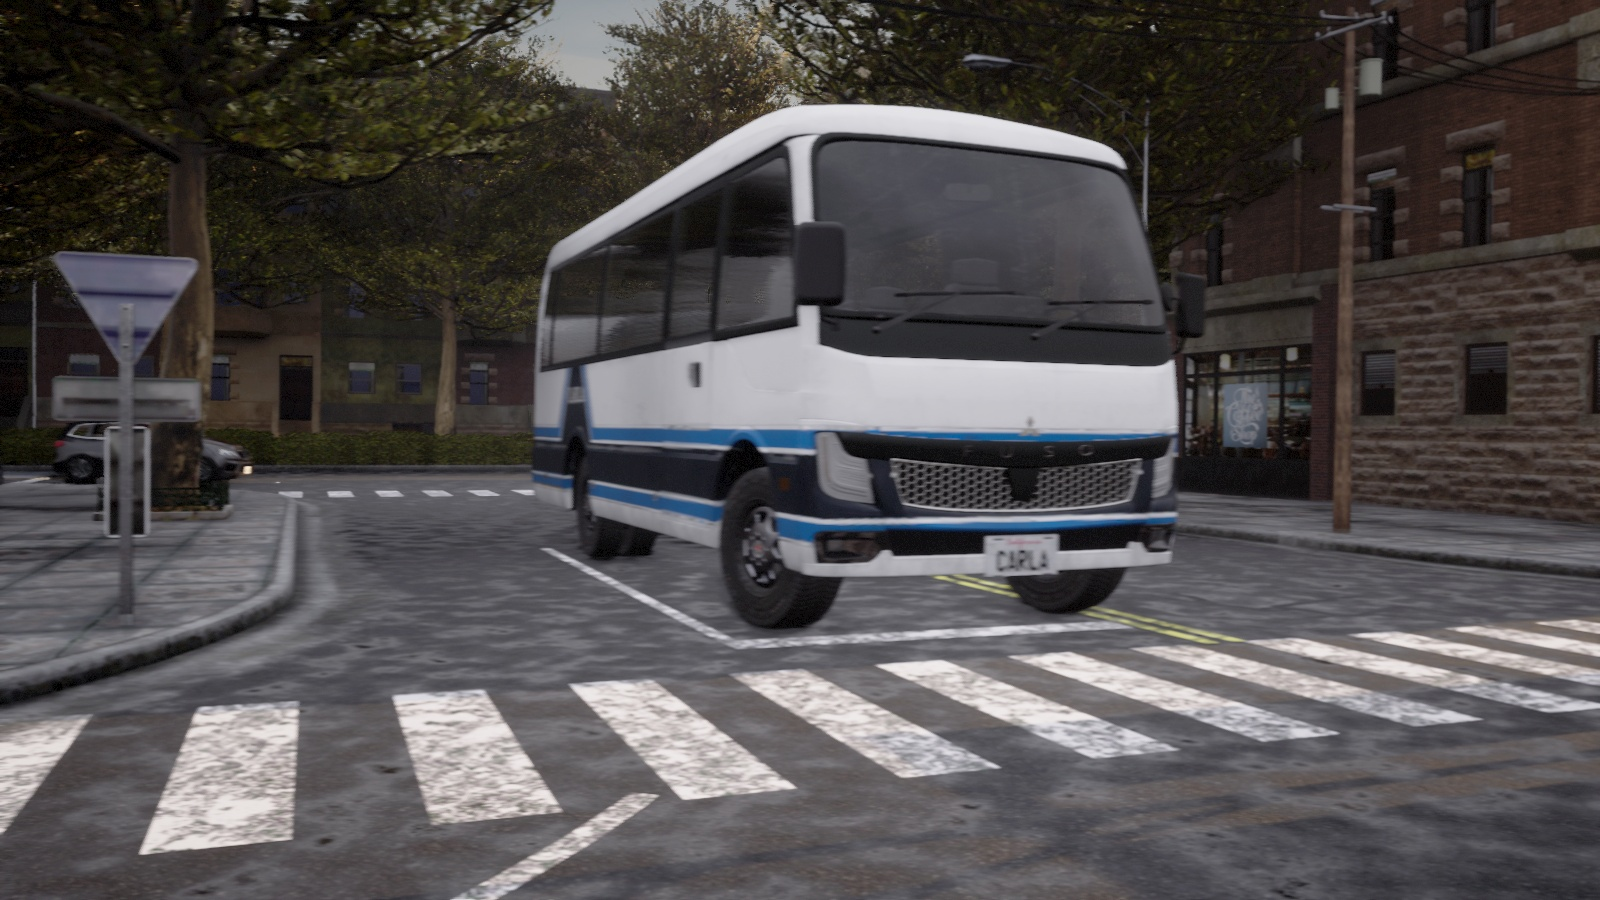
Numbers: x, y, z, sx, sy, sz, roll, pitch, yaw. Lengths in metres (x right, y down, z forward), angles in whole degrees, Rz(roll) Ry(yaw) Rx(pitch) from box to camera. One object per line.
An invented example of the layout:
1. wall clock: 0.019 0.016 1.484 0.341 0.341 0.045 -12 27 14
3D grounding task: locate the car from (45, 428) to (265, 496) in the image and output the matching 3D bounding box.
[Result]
1. car: -16.776 0.288 32.900 4.611 1.667 2.242 -1 1 -8

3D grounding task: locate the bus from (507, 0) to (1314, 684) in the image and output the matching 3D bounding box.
1. bus: -0.104 -0.791 13.091 3.944 4.253 10.273 -1 1 -23
